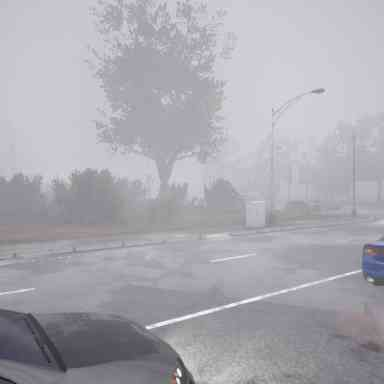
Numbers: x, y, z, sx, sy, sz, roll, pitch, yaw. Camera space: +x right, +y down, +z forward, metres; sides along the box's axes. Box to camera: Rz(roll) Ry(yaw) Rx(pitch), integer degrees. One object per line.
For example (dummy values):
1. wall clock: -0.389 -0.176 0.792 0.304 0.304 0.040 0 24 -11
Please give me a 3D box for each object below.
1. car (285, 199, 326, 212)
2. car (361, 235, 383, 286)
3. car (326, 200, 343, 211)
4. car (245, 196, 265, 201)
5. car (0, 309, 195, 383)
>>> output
1. car: 12.945 1.562 39.039 1.994 1.385 4.181 0 0 -32
2. car: 6.159 1.477 8.178 5.008 1.535 1.882 0 0 -36
3. car: 15.953 1.599 40.833 1.895 1.301 4.718 0 0 -33
4. car: 9.735 1.338 50.533 2.097 1.767 4.553 0 0 -33
5. car: -1.975 1.564 2.329 4.181 1.385 1.994 0 0 -36
